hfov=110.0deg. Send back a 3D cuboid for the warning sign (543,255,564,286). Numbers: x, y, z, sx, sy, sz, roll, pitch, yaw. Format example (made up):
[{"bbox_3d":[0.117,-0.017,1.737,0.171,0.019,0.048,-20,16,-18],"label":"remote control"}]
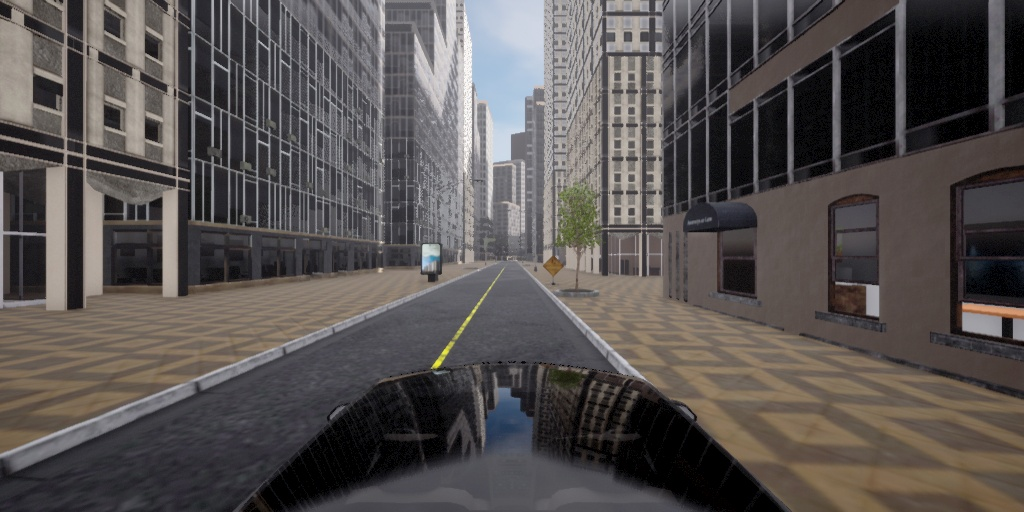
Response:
[{"bbox_3d":[2.517,0.887,21.889,1.300,1.860,1.060,0,0,0],"label":"warning sign"}]
